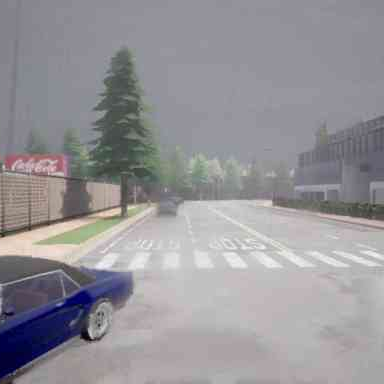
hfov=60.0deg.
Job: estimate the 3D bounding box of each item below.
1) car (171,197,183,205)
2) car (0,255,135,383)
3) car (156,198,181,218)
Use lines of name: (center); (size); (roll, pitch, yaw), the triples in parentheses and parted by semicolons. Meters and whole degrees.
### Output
car: (-2.807, 1.515, 56.166); (2.033, 1.411, 5.357); (0, 0, 12)
car: (-2.712, 1.603, 4.109); (1.895, 1.301, 4.718); (0, 0, 22)
car: (-2.289, 1.554, 30.662); (2.033, 1.411, 5.357); (0, 0, -3)
